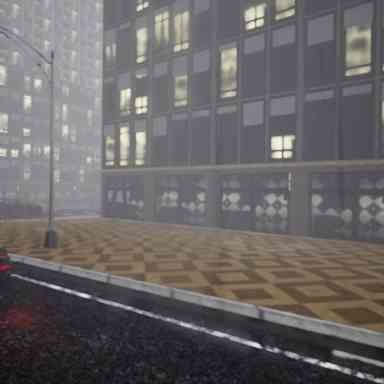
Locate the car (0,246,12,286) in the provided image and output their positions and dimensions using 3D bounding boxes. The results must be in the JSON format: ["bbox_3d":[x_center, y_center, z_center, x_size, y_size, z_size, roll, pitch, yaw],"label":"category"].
[{"bbox_3d":[-6.148,1.519,8.035,4.674,1.442,1.812,0,0,35],"label":"car"}]

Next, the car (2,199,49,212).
[{"bbox_3d":[-20.255,1.628,40.641,1.752,1.417,4.829,1,0,36],"label":"car"}]

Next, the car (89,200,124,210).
[{"bbox_3d":[-12.126,1.831,47.316,1.895,1.301,4.718,1,0,36],"label":"car"}]

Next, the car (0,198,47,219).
[{"bbox_3d":[-16.733,1.507,31.275,2.192,1.841,5.009,1,0,36],"label":"car"}]

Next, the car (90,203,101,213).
[{"bbox_3d":[-9.959,1.814,40.504,1.752,1.417,4.829,1,0,36],"label":"car"}]
